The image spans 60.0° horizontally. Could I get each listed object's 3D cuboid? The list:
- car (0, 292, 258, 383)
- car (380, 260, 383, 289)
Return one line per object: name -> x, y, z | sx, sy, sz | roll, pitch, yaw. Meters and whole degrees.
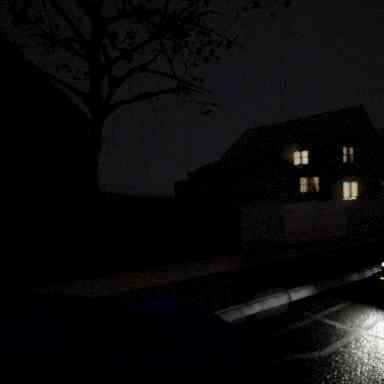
car -> -1.817, 1.489, 1.769 | 5.008, 1.535, 1.882 | -1, 0, -36
car -> 6.048, 1.385, 7.401 | 4.892, 1.490, 1.837 | -1, 1, -36
